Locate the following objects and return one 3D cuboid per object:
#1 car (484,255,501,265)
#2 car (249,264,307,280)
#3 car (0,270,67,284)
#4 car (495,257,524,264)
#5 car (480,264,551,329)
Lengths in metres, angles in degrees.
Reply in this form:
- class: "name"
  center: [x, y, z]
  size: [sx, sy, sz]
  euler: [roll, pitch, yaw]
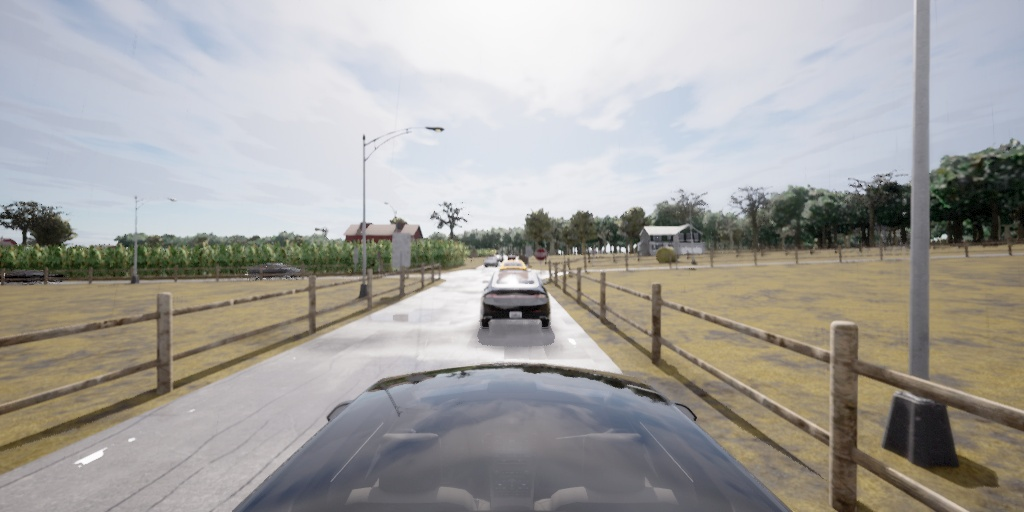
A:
- class: "car"
  center: [-2.889, 0.873, 50.029]
  size: [2.033, 1.411, 5.357]
  euler: [0, 1, 0]
- class: "car"
  center: [-21.891, 1.445, 33.660]
  size: [4.892, 1.490, 1.837]
  euler: [-1, -2, 0]
- class: "car"
  center: [-44.997, 1.962, 33.673]
  size: [4.718, 1.301, 1.895]
  euler: [-1, -2, 0]
- class: "car"
  center: [0.077, 1.045, 24.506]
  size: [1.882, 1.535, 5.008]
  euler: [0, 0, 0]
- class: "car"
  center: [0.090, 1.172, 11.010]
  size: [2.128, 1.511, 4.902]
  euler: [0, 1, 0]
